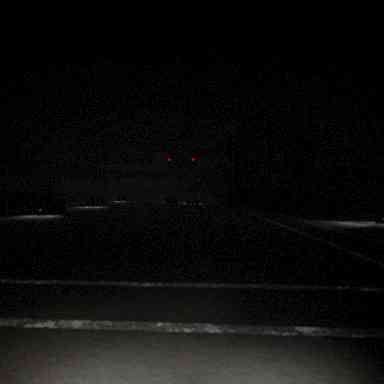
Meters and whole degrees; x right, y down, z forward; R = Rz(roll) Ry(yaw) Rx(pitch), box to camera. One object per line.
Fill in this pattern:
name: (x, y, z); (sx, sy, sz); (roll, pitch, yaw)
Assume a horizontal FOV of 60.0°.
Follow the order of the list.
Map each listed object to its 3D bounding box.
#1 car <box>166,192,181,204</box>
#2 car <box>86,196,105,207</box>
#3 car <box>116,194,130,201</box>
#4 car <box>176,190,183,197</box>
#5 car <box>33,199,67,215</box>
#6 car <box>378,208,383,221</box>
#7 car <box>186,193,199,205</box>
car: (-3.400, 1.194, 56.804); (1.882, 1.535, 5.008); (0, 1, 0)
car: (-14.089, 1.323, 48.715); (1.837, 1.490, 4.892); (0, 1, 0)
car: (-14.000, 1.077, 67.676); (2.033, 1.411, 5.357); (0, 1, 0)
car: (-3.500, 0.476, 87.481); (2.097, 1.767, 4.553); (0, 1, 0)
car: (-14.099, 1.457, 33.279); (1.837, 1.490, 4.892); (0, 0, 0)
car: (15.832, 1.343, 23.714); (4.553, 1.767, 2.097); (0, 0, -2)
car: (0.101, 1.294, 52.682); (1.812, 1.442, 4.674); (0, 1, 0)
